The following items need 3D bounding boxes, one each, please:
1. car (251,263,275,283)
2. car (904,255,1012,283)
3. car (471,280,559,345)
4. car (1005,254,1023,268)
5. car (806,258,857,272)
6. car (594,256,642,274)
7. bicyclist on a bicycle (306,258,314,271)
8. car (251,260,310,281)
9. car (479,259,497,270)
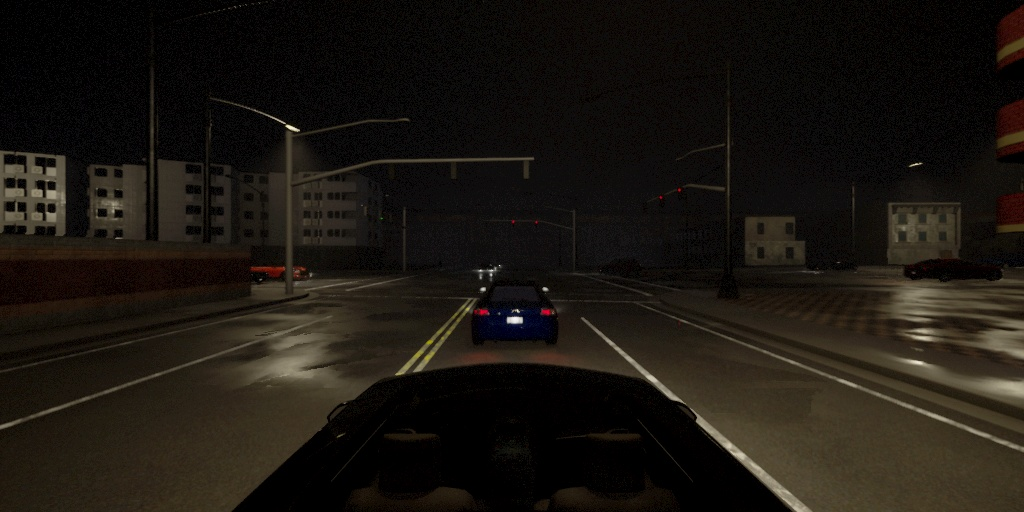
[{"bbox_3d":[-19.920,1.353,25.296,4.718,1.301,1.895,0,0,1],"label":"car"},{"bbox_3d":[29.215,0.916,23.830,5.008,1.535,1.882,-1,0,1],"label":"car"},{"bbox_3d":[0.063,1.315,9.520,1.994,1.385,4.181,0,0,0],"label":"car"},{"bbox_3d":[52.130,0.562,37.541,5.008,1.535,1.882,-1,0,1],"label":"car"},{"bbox_3d":[33.763,0.926,37.946,4.181,1.385,1.994,-1,0,1],"label":"car"},{"bbox_3d":[11.395,1.037,38.350,4.553,1.767,2.097,0,0,2],"label":"car"},{"bbox_3d":[-25.560,1.054,45.387,0.582,1.620,1.656,0,0,0],"label":"bicyclist on a bicycle"},{"bbox_3d":[-18.800,1.105,28.745,4.553,1.767,2.097,0,0,0],"label":"car"},{"bbox_3d":[-3.744,1.259,53.874,1.837,1.490,4.892,0,0,0],"label":"car"}]
